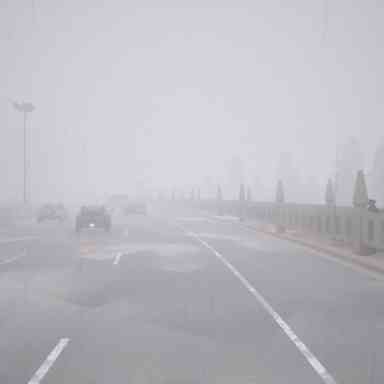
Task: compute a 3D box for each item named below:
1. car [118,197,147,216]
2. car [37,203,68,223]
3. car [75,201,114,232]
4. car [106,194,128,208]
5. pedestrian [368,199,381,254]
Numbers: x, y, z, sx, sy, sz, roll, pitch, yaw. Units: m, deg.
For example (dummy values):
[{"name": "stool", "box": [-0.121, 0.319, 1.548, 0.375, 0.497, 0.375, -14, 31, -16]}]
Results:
[{"name": "car", "box": [-5.743, 1.514, 32.708, 1.882, 1.535, 5.008, 0, 0, -18]}, {"name": "car", "box": [-10.989, 1.588, 26.315, 2.033, 1.411, 5.357, 0, 0, -16]}, {"name": "car", "box": [-5.913, 1.523, 20.277, 1.837, 1.490, 4.892, 0, 0, -12]}, {"name": "car", "box": [-9.544, 1.284, 42.455, 2.150, 2.045, 5.566, 0, 0, -25]}, {"name": "pedestrian", "box": [6.038, 1.138, 11.181, 0.375, 1.860, 0.375, -1, 1, -7]}]
